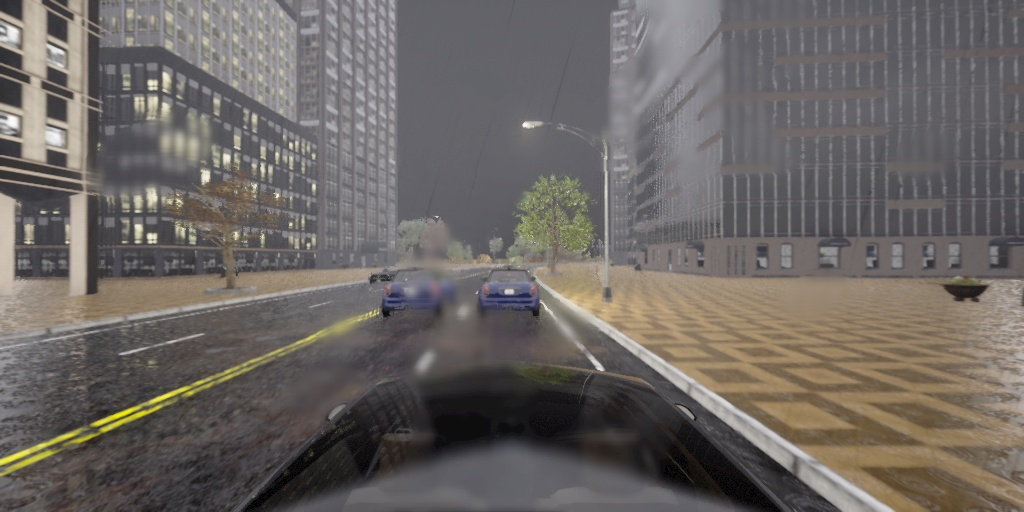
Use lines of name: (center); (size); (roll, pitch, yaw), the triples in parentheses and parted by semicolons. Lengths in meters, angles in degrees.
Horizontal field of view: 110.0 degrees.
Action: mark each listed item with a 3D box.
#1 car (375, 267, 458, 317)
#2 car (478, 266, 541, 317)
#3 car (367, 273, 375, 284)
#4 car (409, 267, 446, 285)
car: (-3.375, 1.206, 13.942); (2.097, 1.767, 4.553); (0, 0, -1)
car: (-0.124, 1.200, 13.830); (2.097, 1.767, 4.553); (0, 0, -1)
car: (-10.166, 1.596, 29.654); (1.895, 1.301, 4.718); (0, 0, 1)
car: (-6.912, 1.593, 29.931); (1.895, 1.301, 4.718); (0, -1, 1)
